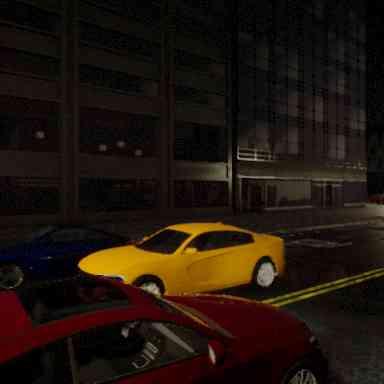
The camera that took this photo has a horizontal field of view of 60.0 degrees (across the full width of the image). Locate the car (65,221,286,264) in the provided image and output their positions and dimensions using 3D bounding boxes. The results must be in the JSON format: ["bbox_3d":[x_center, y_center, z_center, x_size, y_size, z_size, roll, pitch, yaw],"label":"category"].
[{"bbox_3d":[-0.003,1.475,7.614,5.008,1.535,1.882,0,0,-35],"label":"car"}]

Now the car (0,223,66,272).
[{"bbox_3d":[-3.653,1.563,9.023,4.181,1.385,1.994,0,0,-35],"label":"car"}]

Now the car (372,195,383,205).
[{"bbox_3d":[31.589,1.518,52.702,1.947,1.339,4.313,0,0,-36],"label":"car"}]

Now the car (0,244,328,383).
[{"bbox_3d":[-0.784,1.526,2.882,4.674,1.442,1.812,0,0,-35],"label":"car"}]

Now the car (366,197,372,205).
[{"bbox_3d":[28.245,1.498,57.244,1.947,1.339,4.313,0,0,-36],"label":"car"}]
